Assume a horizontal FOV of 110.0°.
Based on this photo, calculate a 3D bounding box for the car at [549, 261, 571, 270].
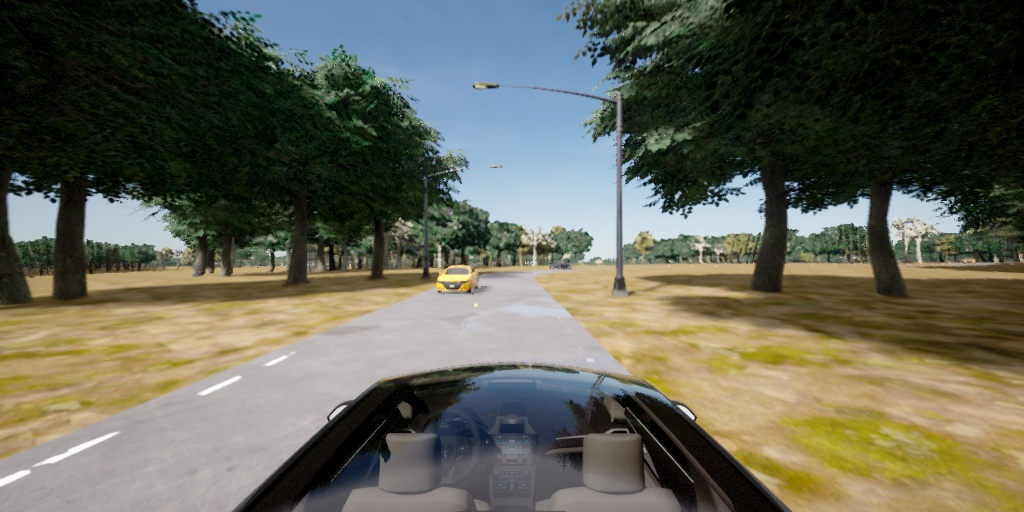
[{"bbox_3d":[8.284,1.643,61.641,1.837,1.490,4.892,-2,-1,41],"label":"car"}]

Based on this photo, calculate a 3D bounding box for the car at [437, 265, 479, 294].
[{"bbox_3d":[-3.069,1.294,20.932,1.882,1.535,5.008,0,0,0],"label":"car"}]
